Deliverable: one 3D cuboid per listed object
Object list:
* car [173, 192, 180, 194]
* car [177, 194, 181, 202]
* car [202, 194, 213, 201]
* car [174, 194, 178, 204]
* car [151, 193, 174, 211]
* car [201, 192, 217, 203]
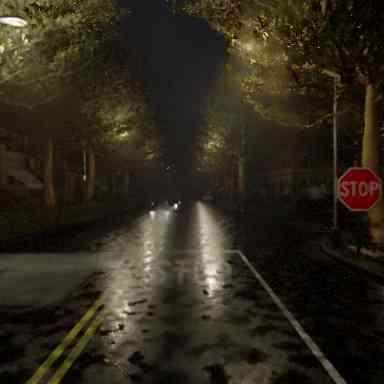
[{"bbox_3d":[-3.509,1.058,72.298,2.150,2.045,5.566,0,0,0],"label":"car"},{"bbox_3d":[-3.528,1.463,59.840,1.895,1.301,4.718,0,0,1],"label":"car"},{"bbox_3d":[3.625,1.300,78.362,2.231,1.521,4.892,0,0,0],"label":"car"},{"bbox_3d":[-3.588,1.433,49.378,2.033,1.411,5.357,0,0,0],"label":"car"},{"bbox_3d":[-3.597,1.261,39.207,2.097,1.767,4.553,0,0,0],"label":"car"},{"bbox_3d":[3.045,1.081,63.995,2.435,2.045,5.566,0,0,0],"label":"car"}]
